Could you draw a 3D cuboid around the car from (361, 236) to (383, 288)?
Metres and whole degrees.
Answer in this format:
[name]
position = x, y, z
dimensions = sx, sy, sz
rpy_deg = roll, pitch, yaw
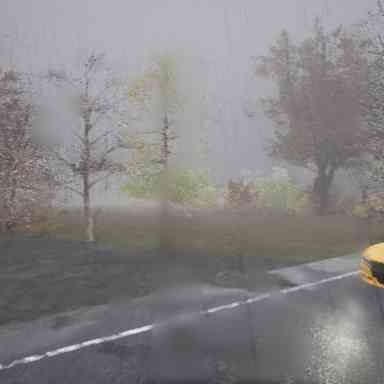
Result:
[car]
position = 6.160, 1.502, 8.268
dimensions = 5.008, 1.535, 1.882
rpy_deg = 0, 0, -36
